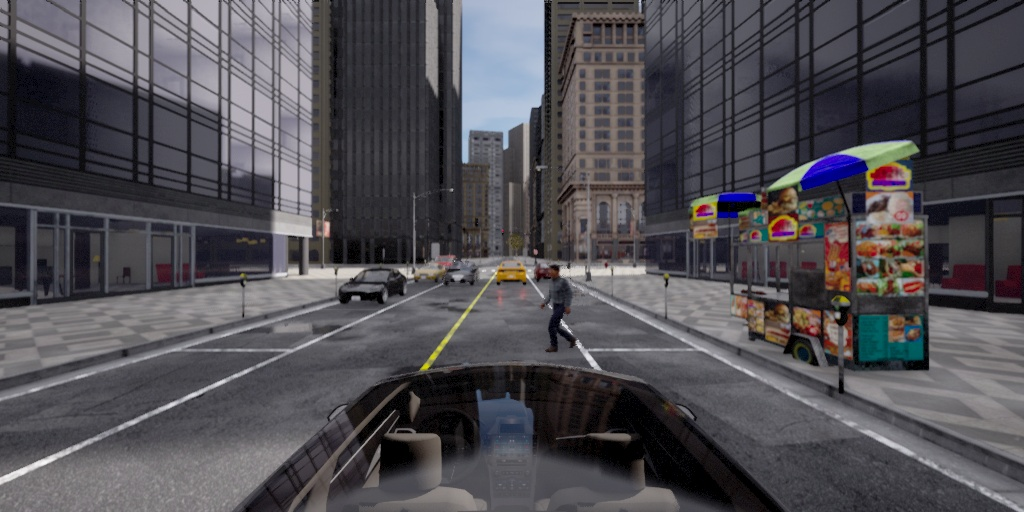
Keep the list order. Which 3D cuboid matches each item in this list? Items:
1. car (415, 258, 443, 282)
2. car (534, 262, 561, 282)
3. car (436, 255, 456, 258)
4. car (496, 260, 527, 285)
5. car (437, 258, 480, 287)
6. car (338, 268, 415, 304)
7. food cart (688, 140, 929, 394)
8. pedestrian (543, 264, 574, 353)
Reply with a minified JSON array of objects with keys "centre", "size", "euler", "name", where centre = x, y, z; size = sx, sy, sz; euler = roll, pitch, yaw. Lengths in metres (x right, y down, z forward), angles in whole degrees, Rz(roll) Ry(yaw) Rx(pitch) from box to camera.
[{"centre":[-5.958,1.110,26.481],"size":[1.751,1.417,4.829],"euler":[0,0,0],"name":"car"},{"centre":[2.566,1.130,26.684],"size":[1.888,1.381,4.507],"euler":[0,0,0],"name":"car"},{"centre":[-5.981,0.872,32.110],"size":[2.192,1.841,5.009],"euler":[0,0,0],"name":"car"},{"centre":[-0.024,1.076,24.205],"size":[1.882,1.535,5.008],"euler":[0,0,0],"name":"car"},{"centre":[-3.181,1.095,23.354],"size":[2.128,1.511,4.902],"euler":[0,0,0],"name":"car"},{"centre":[-5.913,1.215,15.734],"size":[1.948,1.339,4.313],"euler":[0,0,0],"name":"car"},{"centre":[5.614,0.173,7.214],"size":[2.280,3.560,4.660],"euler":[0,0,0],"name":"food cart"},{"centre":[0.933,0.999,7.271],"size":[0.375,1.860,0.375],"euler":[1,0,-18],"name":"pedestrian"}]
